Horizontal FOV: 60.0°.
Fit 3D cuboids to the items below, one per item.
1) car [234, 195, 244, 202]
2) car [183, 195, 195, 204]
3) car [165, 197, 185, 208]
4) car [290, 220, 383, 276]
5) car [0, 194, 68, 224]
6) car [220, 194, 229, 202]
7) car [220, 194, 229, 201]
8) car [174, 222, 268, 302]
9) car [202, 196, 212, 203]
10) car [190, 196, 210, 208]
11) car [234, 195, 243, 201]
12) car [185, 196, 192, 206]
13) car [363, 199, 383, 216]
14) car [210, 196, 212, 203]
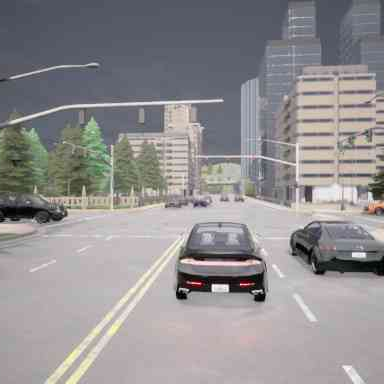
[{"bbox_3d":[10.935,1.590,76.114,1.895,1.301,4.718,0,0,5],"label":"car"},{"bbox_3d":[-0.586,1.477,66.263,1.882,1.535,5.008,0,0,6],"label":"car"},{"bbox_3d":[-2.527,1.564,46.515,1.994,1.385,4.181,0,0,5],"label":"car"},{"bbox_3d":[4.393,1.564,10.413,1.994,1.385,4.181,0,0,5],"label":"car"},{"bbox_3d":[-12.030,1.223,24.268,5.566,2.045,2.150,0,0,6],"label":"car"},{"bbox_3d":[7.544,1.549,77.419,1.994,1.385,4.181,0,0,5],"label":"car"},{"bbox_3d":[8.334,1.353,85.722,2.097,1.767,4.553,0,0,5],"label":"car"},{"bbox_3d":[0.702,1.491,8.303,2.128,1.511,4.902,0,0,5],"label":"car"},{"bbox_3d":[3.170,1.505,68.475,1.837,1.490,4.892,0,0,6],"label":"car"},{"bbox_3d":[1.255,1.601,49.309,1.895,1.301,4.718,0,0,5],"label":"car"},{"bbox_3d":[11.821,1.537,85.420,2.033,1.411,5.357,0,0,5],"label":"car"},{"bbox_3d":[-1.644,1.547,55.715,2.033,1.411,5.357,0,0,6],"label":"car"},{"bbox_3d":[19.151,1.352,32.135,4.553,1.767,2.097,0,0,7],"label":"car"},{"bbox_3d":[2.142,1.601,58.430,1.895,1.301,4.718,0,0,6],"label":"car"}]
